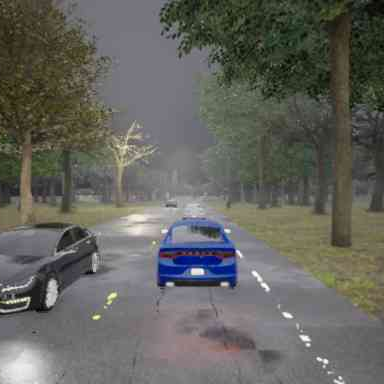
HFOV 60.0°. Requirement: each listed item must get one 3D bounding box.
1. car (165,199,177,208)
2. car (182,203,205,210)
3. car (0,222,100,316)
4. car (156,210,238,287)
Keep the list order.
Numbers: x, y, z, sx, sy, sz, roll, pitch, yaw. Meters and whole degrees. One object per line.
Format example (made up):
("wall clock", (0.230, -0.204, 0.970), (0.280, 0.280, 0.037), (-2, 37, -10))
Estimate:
("car", (-3.396, 1.916, 55.247), (2.033, 1.411, 5.357), (0, -1, 0))
("car", (0.151, 1.674, 27.907), (1.812, 1.442, 4.674), (0, 0, 0))
("car", (-3.586, 1.537, 7.840), (1.837, 1.490, 4.892), (0, 0, 0))
("car", (0.119, 1.517, 9.443), (1.882, 1.535, 5.008), (0, 0, 0))
